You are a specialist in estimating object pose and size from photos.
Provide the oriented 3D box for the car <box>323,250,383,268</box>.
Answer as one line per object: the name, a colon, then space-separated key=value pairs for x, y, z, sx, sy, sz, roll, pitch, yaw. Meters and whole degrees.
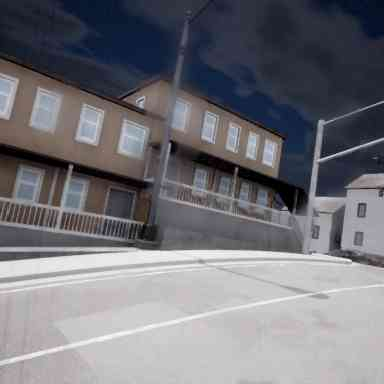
car: x=13.110 y=5.519 z=27.232 sx=1.837 sy=1.490 sz=4.892 roll=15 pitch=-17 yaw=-34
